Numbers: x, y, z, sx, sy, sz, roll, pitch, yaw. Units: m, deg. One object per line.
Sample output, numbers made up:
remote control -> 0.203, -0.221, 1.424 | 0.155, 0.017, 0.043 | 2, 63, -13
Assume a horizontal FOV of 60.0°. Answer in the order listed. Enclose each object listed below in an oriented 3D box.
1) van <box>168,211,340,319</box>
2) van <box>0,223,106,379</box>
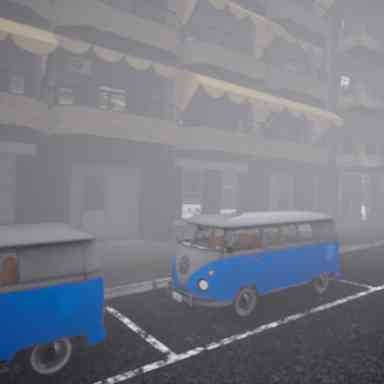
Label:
van -> 1.458, 1.332, 7.108 | 3.998, 1.788, 1.690 | 0, 2, -35
van -> -3.047, 1.342, 3.896 | 3.998, 1.788, 1.690 | 0, 2, -35
